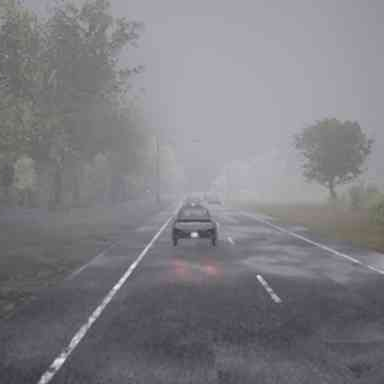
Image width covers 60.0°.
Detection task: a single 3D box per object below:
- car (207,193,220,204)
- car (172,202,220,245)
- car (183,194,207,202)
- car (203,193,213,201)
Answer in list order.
[{"bbox_3d":[3.608,1.371,55.637,1.994,1.385,4.181,0,0,0],"label":"car"},{"bbox_3d":[0.100,1.437,15.277,2.128,1.511,4.902,0,0,0],"label":"car"},{"bbox_3d":[0.104,1.233,33.894,2.097,1.767,4.553,0,0,0],"label":"car"},{"bbox_3d":[3.512,1.103,73.168,2.097,1.767,4.553,0,0,0],"label":"car"}]
